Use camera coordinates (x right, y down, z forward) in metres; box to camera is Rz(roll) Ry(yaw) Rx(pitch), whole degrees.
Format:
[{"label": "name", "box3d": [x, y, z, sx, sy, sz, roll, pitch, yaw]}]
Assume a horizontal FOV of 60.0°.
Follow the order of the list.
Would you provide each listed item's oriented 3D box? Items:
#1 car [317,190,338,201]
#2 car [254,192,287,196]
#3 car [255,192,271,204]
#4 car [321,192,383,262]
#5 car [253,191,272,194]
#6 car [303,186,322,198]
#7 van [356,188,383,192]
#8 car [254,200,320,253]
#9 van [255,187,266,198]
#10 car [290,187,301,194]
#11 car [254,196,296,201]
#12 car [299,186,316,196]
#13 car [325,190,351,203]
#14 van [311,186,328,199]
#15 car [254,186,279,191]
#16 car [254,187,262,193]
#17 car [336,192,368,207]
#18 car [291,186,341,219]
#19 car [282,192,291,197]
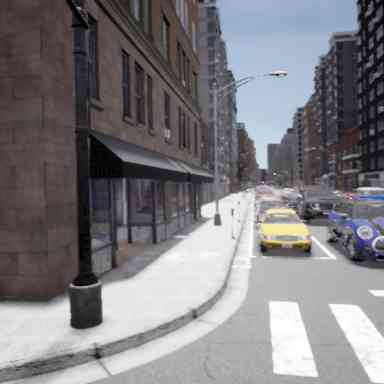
[{"label": "car", "box3d": [17.983, 0.412, 44.347, 1.802, 1.307, 4.206, -1, 1, 11]}, {"label": "car", "box3d": [5.406, 0.993, 23.544, 1.752, 1.417, 4.829, -1, 1, 11]}, {"label": "car", "box3d": [8.566, 0.675, 40.382, 1.802, 1.307, 4.206, -1, 1, 11]}, {"label": "car", "box3d": [5.798, 1.046, 10.687, 2.097, 1.767, 4.553, -1, 1, 11]}, {"label": "car", "box3d": [6.448, 0.870, 29.101, 1.752, 1.417, 4.829, -1, 1, 11]}, {"label": "car", "box3d": [20.064, -0.105, 55.458, 2.192, 1.841, 5.009, -1, 1, 11]}, {"label": "van", "box3d": [14.850, 0.543, 27.668, 1.690, 1.788, 3.998, -1, 1, 11]}, {"label": "car", "box3d": [3.320, 1.238, 12.431, 1.752, 1.417, 4.829, -1, 1, 11]}, {"label": "van", "box3d": [11.690, 0.060, 57.048, 1.690, 1.788, 3.998, -1, 1, 11]}, {"label": "car", "box3d": [24.235, -0.452, 77.690, 1.967, 1.590, 4.097, -1, 1, 11]}, {"label": "car", "box3d": [4.395, 1.152, 18.156, 1.947, 1.339, 4.313, -1, 1, 11]}, {"label": "car", "box3d": [21.106, -0.230, 61.017, 2.192, 1.841, 5.009, -1, 1, 11]}, {"label": "car", "box3d": [16.971, 0.476, 38.955, 1.752, 1.417, 4.829, -1, 1, 11]}, {"label": "van", "box3d": [19.021, 0.046, 49.900, 1.690, 1.788, 3.998, -1, 1, 11]}, {"label": "car", "box3d": [7.518, 0.532, 34.821, 2.192, 1.841, 5.009, -1, 1, 11]}, {"label": "car", "box3d": [17.944, -0.533, 90.387, 1.967, 1.590, 4.097, -1, 1, 11]}, {"label": "car", "box3d": [15.897, 0.660, 33.230, 1.802, 1.307, 4.206, -1, 1, 11]}, {"label": "car", "box3d": [7.550, 0.710, 20.070, 2.150, 2.045, 5.566, -1, 1, 11]}, {"label": "car", "box3d": [9.426, 0.764, 29.767, 2.128, 1.511, 4.902, -1, 1, 11]}]
